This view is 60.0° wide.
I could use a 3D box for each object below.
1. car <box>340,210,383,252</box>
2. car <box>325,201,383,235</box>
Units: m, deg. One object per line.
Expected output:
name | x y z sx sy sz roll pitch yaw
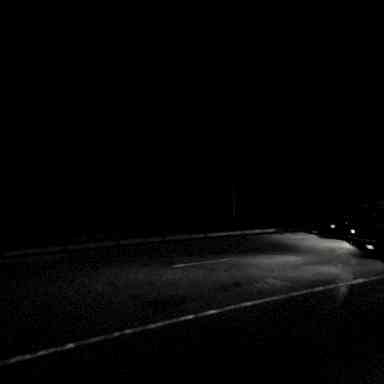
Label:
car | 7.664 1.384 11.241 4.718 1.301 1.895 -1 1 -20
car | 8.397 1.217 15.167 4.892 1.490 1.837 -1 1 -18
